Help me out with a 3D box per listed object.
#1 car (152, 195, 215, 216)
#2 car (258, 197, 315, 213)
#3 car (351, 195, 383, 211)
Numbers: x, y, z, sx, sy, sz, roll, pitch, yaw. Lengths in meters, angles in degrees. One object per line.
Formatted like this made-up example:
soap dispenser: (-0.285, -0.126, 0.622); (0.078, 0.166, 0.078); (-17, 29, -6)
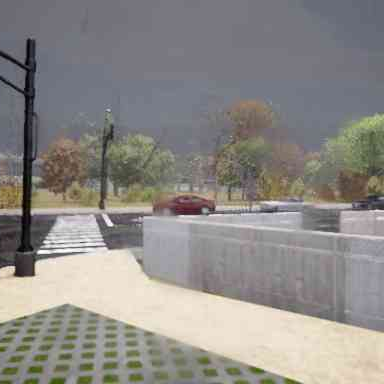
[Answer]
car: (-0.637, 0.993, 26.027); (5.008, 1.535, 1.882); (0, 2, -18)
car: (8.192, 1.098, 28.981); (4.718, 1.301, 1.895); (0, 2, -18)
car: (17.731, 1.011, 32.161); (4.674, 1.442, 1.812); (0, 2, -18)
